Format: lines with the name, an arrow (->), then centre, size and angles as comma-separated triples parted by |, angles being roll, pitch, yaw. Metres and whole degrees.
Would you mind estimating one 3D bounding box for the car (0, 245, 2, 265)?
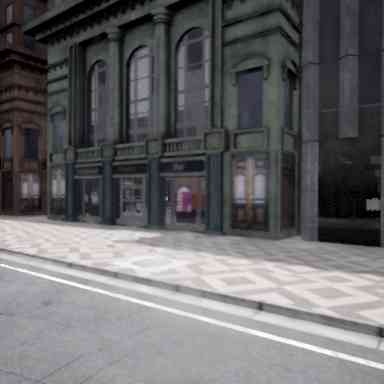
car -> -7.032, 1.471, 9.004 | 4.902, 1.511, 2.128 | 0, 0, 36
